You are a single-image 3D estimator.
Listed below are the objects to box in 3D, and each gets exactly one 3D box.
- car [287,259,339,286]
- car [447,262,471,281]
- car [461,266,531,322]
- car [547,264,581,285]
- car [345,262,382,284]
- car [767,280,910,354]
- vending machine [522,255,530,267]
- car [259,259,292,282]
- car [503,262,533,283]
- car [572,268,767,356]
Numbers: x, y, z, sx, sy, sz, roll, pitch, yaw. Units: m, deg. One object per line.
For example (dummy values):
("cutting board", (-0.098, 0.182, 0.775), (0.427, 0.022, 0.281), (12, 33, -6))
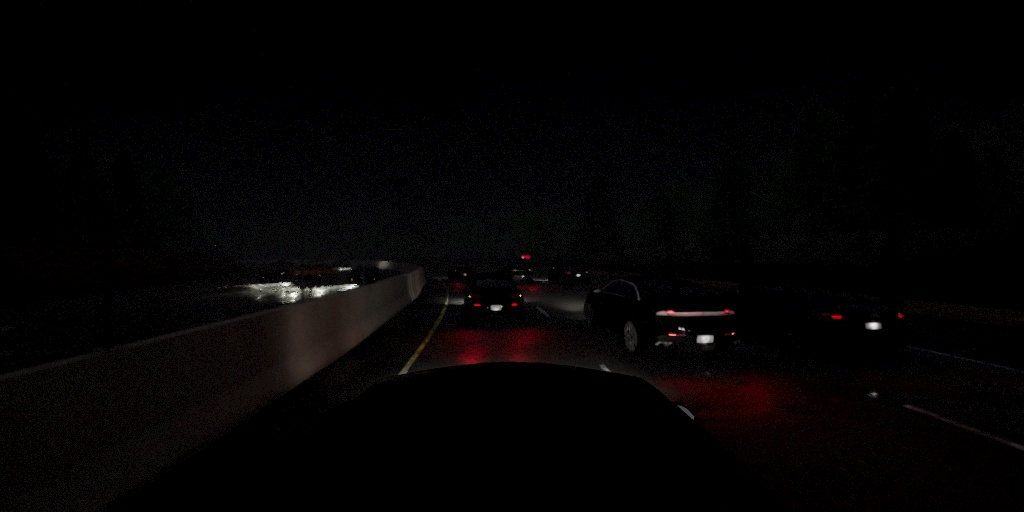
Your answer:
("car", (-14.233, 1.227, 25.951), (1.882, 1.535, 5.008), (0, 0, -16))
("car", (-4.253, 1.231, 29.754), (1.812, 1.442, 4.674), (0, 0, -16))
("car", (-0.697, 1.256, 12.221), (1.812, 1.442, 4.674), (0, 0, -6))
("car", (3.987, 1.248, 25.941), (1.994, 1.385, 4.181), (0, 0, -13))
("car", (-10.834, 1.300, 26.696), (1.994, 1.385, 4.181), (0, 0, -16))
("car", (6.634, 1.275, 8.721), (1.994, 1.385, 4.181), (0, 0, -4))
("vending machine", (2.109, 0.826, 54.080), (1.100, 2.100, 0.880), (0, 0, -27))
("car", (-18.949, 1.237, 29.346), (1.882, 1.535, 5.008), (0, 0, -20))
("car", (0.186, 1.187, 26.879), (2.128, 1.511, 4.902), (0, 0, -14))
("car", (3.161, 1.215, 8.606), (2.128, 1.511, 4.902), (0, 0, -4))
